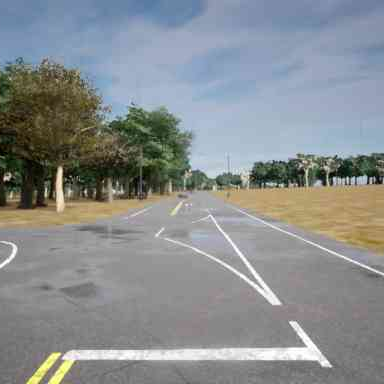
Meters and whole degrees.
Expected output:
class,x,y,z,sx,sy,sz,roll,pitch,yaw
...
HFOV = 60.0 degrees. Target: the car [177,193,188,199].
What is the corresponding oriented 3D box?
class,x,y,z,sx,sy,sz,roll,pitch,yaw
car,-2.176,0.876,75.999,1.994,1.385,4.181,0,1,7
